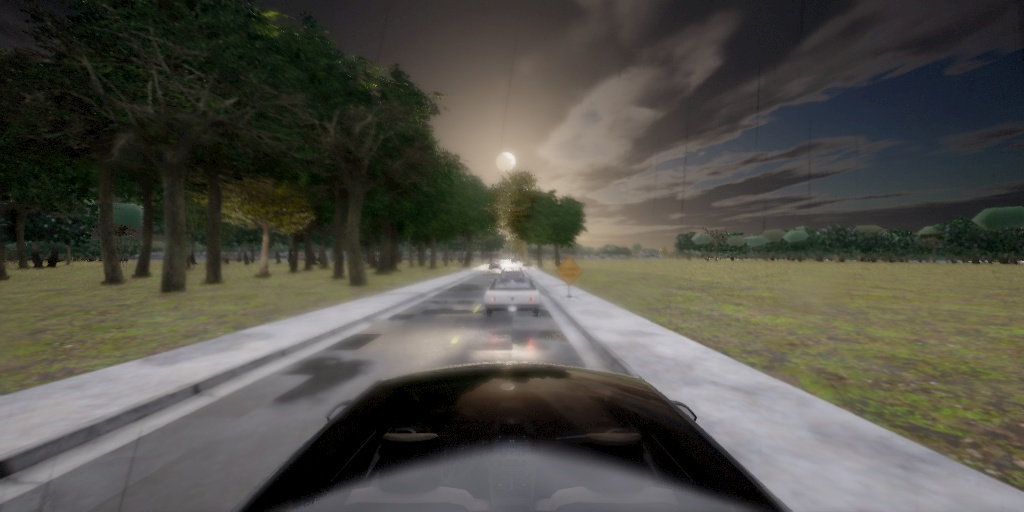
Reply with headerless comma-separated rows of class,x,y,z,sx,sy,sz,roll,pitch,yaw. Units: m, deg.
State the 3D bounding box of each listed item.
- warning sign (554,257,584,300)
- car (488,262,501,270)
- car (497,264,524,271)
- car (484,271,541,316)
warning sign,2.510,0.951,15.726,1.300,1.860,1.060,0,0,0
car,-2.828,1.670,60.013,1.994,1.385,4.181,0,0,0
car,0.027,1.516,28.731,1.895,1.301,4.718,0,0,0
car,0.035,1.424,13.721,1.895,1.301,4.718,0,0,0
